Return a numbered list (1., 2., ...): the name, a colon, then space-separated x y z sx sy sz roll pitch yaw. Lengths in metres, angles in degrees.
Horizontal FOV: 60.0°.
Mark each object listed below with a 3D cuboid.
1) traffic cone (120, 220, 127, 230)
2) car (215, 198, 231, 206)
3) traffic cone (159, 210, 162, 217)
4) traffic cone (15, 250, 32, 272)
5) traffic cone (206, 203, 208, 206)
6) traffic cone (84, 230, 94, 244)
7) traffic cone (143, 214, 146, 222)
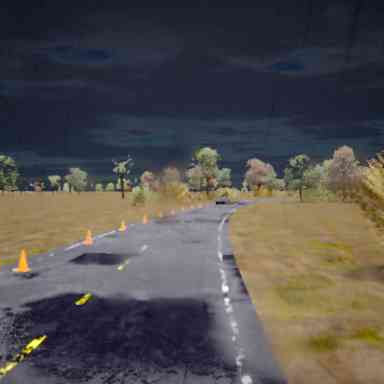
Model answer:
1. traffic cone: -4.077 1.950 19.639 0.340 0.580 0.340 0 0 6
2. car: 5.110 1.576 54.850 1.895 1.301 4.718 0 0 15
3. traffic cone: -2.813 1.944 29.691 0.340 0.580 0.340 0 0 9
4. traffic cone: -4.846 1.950 9.537 0.340 0.580 0.340 0 0 3
5. traffic cone: 2.493 1.925 54.445 0.340 0.580 0.340 0 0 16
6. traffic cone: -4.524 1.951 14.593 0.340 0.580 0.340 0 0 4
7. traffic cone: -3.507 1.948 24.673 0.340 0.580 0.340 0 0 7
